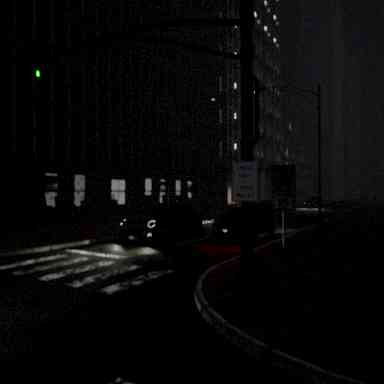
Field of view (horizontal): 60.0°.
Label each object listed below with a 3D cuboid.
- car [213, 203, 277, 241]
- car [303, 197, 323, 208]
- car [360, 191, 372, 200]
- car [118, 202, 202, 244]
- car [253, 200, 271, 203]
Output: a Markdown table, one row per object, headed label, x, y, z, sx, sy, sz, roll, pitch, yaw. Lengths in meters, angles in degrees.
| label | x | y | z | sx | sy | sz | roll | pitch | yaw |
| --- | --- | --- | --- | --- | --- | --- | --- | --- | --- |
| car | 2.644 | 1.481 | 16.476 | 1.812 | 1.442 | 4.674 | 0 | 0 | 31 |
| car | 16.437 | 1.404 | 45.074 | 1.837 | 1.490 | 4.892 | 0 | -1 | 32 |
| car | 43.541 | 1.251 | 84.008 | 1.837 | 1.490 | 4.892 | 0 | 0 | 31 |
| car | -1.382 | 1.326 | 15.816 | 2.097 | 1.767 | 4.553 | 0 | 0 | 31 |
| car | 5.333 | 1.423 | 26.901 | 1.882 | 1.535 | 5.008 | 0 | 0 | 31 |
